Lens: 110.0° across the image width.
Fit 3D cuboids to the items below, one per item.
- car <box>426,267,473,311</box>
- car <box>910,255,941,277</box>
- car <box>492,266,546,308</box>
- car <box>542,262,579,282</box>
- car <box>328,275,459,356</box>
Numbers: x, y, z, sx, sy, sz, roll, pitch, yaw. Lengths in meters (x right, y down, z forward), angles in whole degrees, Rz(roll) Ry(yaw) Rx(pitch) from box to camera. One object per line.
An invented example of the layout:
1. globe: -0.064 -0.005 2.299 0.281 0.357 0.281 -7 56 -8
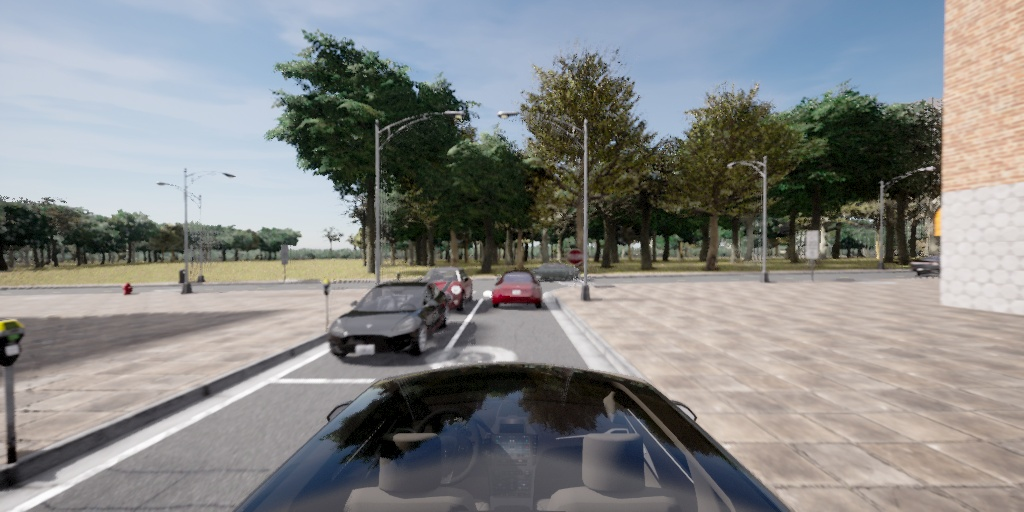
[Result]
1. car: -2.633 1.174 14.057 1.967 1.591 4.097 0 0 0
2. car: 29.571 0.656 23.840 4.902 1.511 2.128 -1 1 0
3. car: 0.262 1.296 15.216 1.994 1.385 4.181 0 0 3
4. car: 2.886 1.182 26.818 4.181 1.385 1.994 -1 1 0
5. car: -2.635 1.307 8.622 1.948 1.339 4.313 0 0 0
